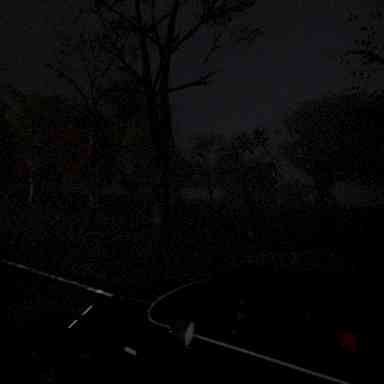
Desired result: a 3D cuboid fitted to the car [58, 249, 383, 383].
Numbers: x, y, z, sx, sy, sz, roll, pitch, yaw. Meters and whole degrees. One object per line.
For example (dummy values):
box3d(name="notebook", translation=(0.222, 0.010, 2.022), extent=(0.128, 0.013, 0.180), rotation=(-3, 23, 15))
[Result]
box3d(name="car", translation=(0.840, 1.336, 2.969), extent=(4.553, 1.767, 2.097), rotation=(2, 1, 36))
